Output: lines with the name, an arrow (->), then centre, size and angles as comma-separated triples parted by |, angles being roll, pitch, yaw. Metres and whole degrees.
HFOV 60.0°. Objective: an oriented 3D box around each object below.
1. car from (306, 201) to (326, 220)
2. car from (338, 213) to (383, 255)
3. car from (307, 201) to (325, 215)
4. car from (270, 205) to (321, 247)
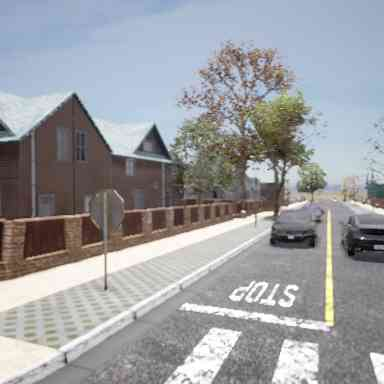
car -> 10.282, 1.786, 28.770 | 2.033, 1.411, 5.357 | 0, 0, 23
car -> 7.165, 1.626, 13.457 | 1.837, 1.490, 4.892 | 0, -1, 21
car -> 14.735, 1.852, 39.455 | 1.812, 1.442, 4.674 | 0, 0, 23
car -> 5.031, 1.612, 16.053 | 1.882, 1.535, 5.008 | 0, 0, 22
